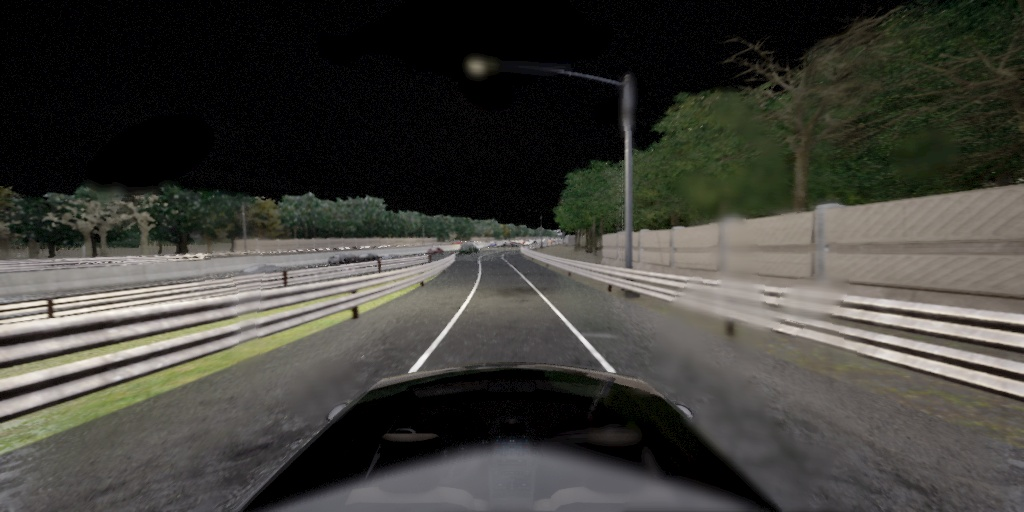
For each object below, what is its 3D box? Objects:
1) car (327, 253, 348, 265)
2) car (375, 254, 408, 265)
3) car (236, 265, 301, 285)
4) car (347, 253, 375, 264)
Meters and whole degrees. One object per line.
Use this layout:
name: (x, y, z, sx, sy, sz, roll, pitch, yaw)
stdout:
car: (-21.258, 0.362, 45.820, 2.128, 1.511, 4.902, 0, 3, 14)
car: (-14.459, 0.469, 44.151, 1.994, 1.385, 4.181, 0, 3, 14)
car: (-18.566, 1.406, 27.437, 1.812, 1.442, 4.674, 0, 3, 14)
car: (-17.856, 0.365, 44.990, 1.882, 1.535, 5.008, 0, 3, 14)
